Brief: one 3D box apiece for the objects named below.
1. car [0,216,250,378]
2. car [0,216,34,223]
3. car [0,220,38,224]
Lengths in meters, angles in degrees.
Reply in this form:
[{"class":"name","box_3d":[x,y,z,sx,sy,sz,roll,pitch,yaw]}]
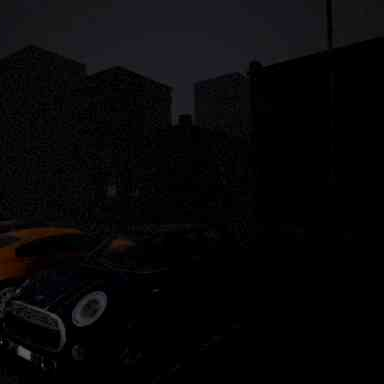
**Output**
[{"class":"car","box_3d":[-0.770,1.394,5.942,2.185,1.767,4.553,-1,0,36]},{"class":"car","box_3d":[-5.308,1.573,9.149,2.231,1.521,4.892,-1,0,35]},{"class":"car","box_3d":[-3.154,1.547,7.598,2.097,1.535,5.008,-1,0,35]}]
